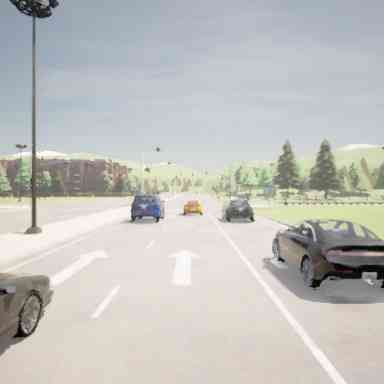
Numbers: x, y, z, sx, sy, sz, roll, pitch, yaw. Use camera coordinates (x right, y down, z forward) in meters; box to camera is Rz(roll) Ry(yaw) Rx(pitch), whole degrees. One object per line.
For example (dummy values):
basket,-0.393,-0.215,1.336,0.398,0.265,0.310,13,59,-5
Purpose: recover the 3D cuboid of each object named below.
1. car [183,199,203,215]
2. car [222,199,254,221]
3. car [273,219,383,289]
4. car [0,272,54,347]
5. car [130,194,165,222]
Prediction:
car,0.094,1.451,32.957,1.882,1.535,5.008,0,0,0
car,3.596,1.331,26.683,2.097,1.767,4.553,0,0,0
car,3.598,1.483,9.164,2.128,1.511,4.902,0,0,0
car,-3.400,1.545,3.528,2.033,1.411,5.357,0,0,0
car,-3.405,1.200,26.125,2.150,2.045,5.566,0,0,0
